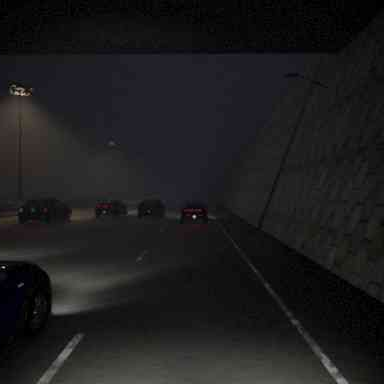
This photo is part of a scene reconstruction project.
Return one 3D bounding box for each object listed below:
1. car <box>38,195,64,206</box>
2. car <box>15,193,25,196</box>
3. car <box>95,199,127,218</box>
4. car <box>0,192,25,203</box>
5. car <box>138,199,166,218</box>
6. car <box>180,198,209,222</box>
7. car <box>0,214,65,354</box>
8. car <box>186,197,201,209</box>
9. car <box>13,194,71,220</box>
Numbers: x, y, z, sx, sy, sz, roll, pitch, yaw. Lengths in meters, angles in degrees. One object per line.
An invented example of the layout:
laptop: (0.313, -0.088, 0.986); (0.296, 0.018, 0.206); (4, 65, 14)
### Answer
car: (-20.907, 1.256, 49.520); (1.837, 1.490, 4.892); (0, 0, 1)
car: (-24.387, 1.290, 50.933); (2.033, 1.411, 5.357); (0, 0, 1)
car: (-6.827, 1.347, 28.439); (2.128, 1.511, 4.902); (0, 0, 0)
car: (-27.878, 0.965, 51.687); (2.150, 2.045, 5.566); (0, 0, 0)
car: (-3.328, 1.335, 28.040); (1.882, 1.535, 5.008); (0, 0, 0)
car: (0.163, 1.379, 24.691); (1.837, 1.490, 4.892); (0, 0, 0)
car: (-3.392, 1.334, 3.714); (2.097, 1.767, 4.553); (0, 0, 0)
car: (0.211, 1.382, 43.140); (1.895, 1.301, 4.718); (0, 0, 0)
car: (-10.339, 1.231, 23.760); (2.097, 1.767, 4.553); (0, 0, 0)
